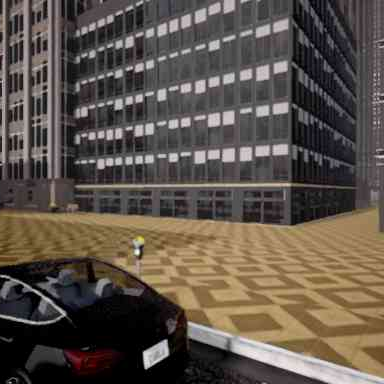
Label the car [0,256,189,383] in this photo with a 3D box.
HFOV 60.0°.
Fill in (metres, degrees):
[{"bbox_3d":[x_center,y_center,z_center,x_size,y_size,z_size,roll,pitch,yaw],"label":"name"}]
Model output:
[{"bbox_3d":[-2.027,1.535,4.326,4.313,1.339,1.947,1,0,36],"label":"car"}]
